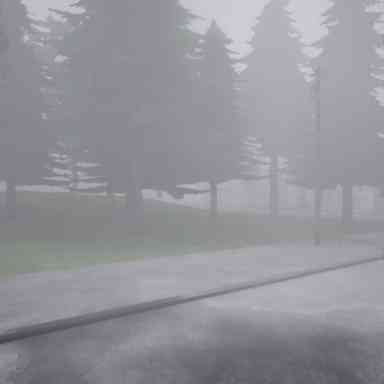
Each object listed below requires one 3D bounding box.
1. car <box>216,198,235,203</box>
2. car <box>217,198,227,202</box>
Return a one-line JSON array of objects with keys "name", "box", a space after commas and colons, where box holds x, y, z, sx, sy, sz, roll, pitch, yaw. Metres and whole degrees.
[{"name": "car", "box": [9.400, 2.353, 93.525, 4.974, 1.542, 2.038, 1, 0, -5]}, {"name": "car", "box": [9.350, 2.195, 93.520, 4.536, 1.218, 1.853, 1, 0, -5]}]
